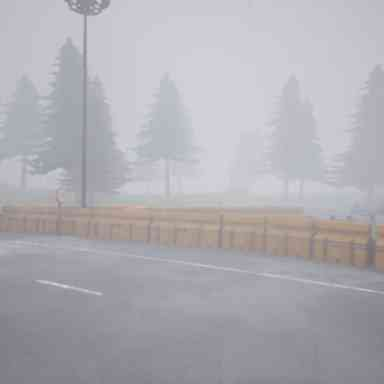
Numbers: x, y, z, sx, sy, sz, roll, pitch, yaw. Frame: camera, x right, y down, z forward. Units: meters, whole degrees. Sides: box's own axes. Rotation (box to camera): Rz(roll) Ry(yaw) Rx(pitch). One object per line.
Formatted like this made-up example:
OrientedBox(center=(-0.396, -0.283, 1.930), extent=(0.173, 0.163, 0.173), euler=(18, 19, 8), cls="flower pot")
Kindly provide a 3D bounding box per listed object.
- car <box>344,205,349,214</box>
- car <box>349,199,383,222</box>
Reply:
OrientedBox(center=(15.608, 1.386, 28.571), extent=(4.902, 1.511, 2.128), euler=(1, 1, -9), cls="car")
OrientedBox(center=(14.753, 1.429, 24.896), extent=(4.892, 1.490, 1.837), euler=(1, 0, -9), cls="car")
